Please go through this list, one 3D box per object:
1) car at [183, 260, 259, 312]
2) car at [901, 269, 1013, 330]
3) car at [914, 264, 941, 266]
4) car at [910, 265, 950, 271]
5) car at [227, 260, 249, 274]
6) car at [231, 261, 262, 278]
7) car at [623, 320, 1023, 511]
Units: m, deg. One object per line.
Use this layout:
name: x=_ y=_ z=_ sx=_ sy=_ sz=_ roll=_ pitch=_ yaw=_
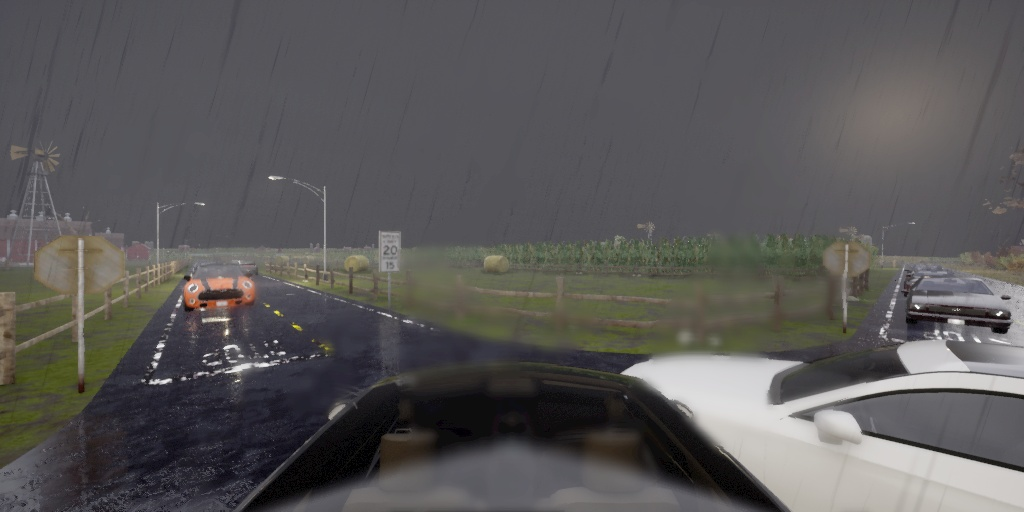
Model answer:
car: x=-11.911 y=1.130 z=14.606 sx=2.097 sy=1.767 sz=4.553 roll=0 pitch=0 yaw=-41
car: x=13.635 y=1.334 z=11.180 sx=5.357 sy=1.411 sz=2.033 roll=0 pitch=1 yaw=-42
car: x=28.675 y=1.307 z=24.803 sx=4.902 sy=1.511 sz=2.128 roll=0 pitch=1 yaw=-42
car: x=21.039 y=1.363 z=17.892 sx=4.181 sy=1.385 sz=1.994 roll=0 pitch=1 yaw=-43
car: x=-33.237 y=1.273 z=43.379 sx=1.837 sy=1.490 sz=4.892 roll=0 pitch=0 yaw=-41
car: x=-26.597 y=1.257 z=35.848 sx=2.128 sy=1.511 sz=4.902 roll=0 pitch=0 yaw=-41
car: x=2.859 y=1.293 z=2.226 sx=1.812 sy=1.442 sz=4.674 roll=0 pitch=1 yaw=-43
